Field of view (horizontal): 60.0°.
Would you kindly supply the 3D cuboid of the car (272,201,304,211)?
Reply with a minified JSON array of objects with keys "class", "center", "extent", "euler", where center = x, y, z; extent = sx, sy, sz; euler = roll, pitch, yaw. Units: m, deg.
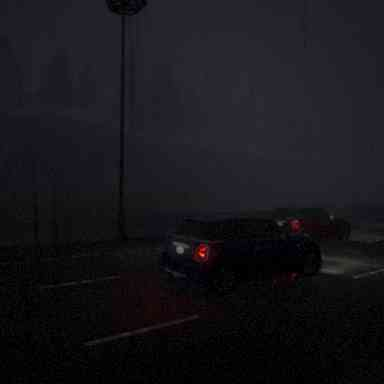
[{"class":"car","center":[13.686,1.980,47.516],"extent":[4.718,1.301,1.895],"euler":[1,0,-36]}]

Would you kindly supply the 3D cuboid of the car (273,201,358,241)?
[{"class":"car","center":[5.707,1.488,16.220],"extent":[4.553,1.767,2.097],"euler":[1,0,-35]}]

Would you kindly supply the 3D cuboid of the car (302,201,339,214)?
[{"class":"car","center":[15.610,1.864,40.323],"extent":[4.892,1.490,1.837],"euler":[1,-1,-35]}]

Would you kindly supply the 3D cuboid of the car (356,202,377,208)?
[{"class":"car","center":[19.880,1.895,39.037],"extent":[4.902,1.511,2.128],"euler":[1,0,-36]}]

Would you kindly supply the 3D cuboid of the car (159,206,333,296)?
[{"class":"car","center":[1.461,1.411,9.023],"extent":[4.553,1.767,2.097],"euler":[1,0,-35]}]
